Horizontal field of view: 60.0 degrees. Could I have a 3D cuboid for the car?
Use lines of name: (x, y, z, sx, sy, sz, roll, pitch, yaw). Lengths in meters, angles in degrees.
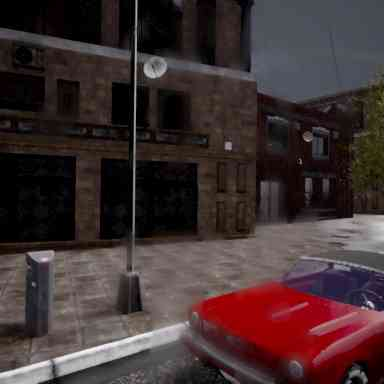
car: (2.187, 1.601, 4.701, 4.718, 1.301, 1.895, 0, 0, -36)
